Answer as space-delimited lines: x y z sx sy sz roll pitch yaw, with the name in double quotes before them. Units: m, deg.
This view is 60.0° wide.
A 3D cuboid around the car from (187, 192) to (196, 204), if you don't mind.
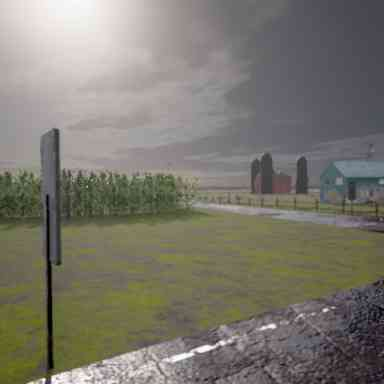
"car" -1.043 1.114 59.982 2.150 2.045 5.566 -1 0 -17
